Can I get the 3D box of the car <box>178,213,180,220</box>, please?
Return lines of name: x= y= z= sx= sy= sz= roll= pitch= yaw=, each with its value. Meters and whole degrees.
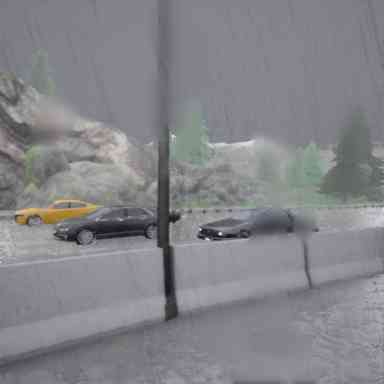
car: x=-3.131 y=1.365 z=18.411 sx=4.718 sy=1.301 sz=1.895 roll=0 pitch=1 yaw=-31

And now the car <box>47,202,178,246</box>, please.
car: x=-3.285 y=1.319 z=14.180 sx=4.892 sy=1.490 sz=1.837 roll=0 pitch=1 yaw=-32

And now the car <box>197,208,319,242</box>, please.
car: x=2.875 y=1.393 z=13.860 sx=5.357 sy=1.411 sz=2.033 roll=0 pitch=1 yaw=-30

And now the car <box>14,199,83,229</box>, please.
car: x=-7.680 y=1.206 z=19.687 sx=5.008 sy=1.535 sz=1.882 roll=0 pitch=1 yaw=-32
